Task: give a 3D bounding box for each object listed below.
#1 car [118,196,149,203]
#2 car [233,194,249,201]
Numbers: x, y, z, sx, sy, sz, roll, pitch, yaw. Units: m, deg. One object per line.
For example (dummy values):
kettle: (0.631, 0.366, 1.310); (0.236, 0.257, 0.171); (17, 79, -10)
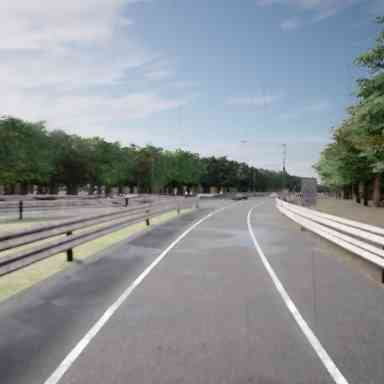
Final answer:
car: (-7.242, 1.193, 41.716); (1.812, 1.442, 4.674); (1, 0, 33)
car: (10.357, 1.163, 70.498); (2.033, 1.411, 5.357); (1, 0, 30)
